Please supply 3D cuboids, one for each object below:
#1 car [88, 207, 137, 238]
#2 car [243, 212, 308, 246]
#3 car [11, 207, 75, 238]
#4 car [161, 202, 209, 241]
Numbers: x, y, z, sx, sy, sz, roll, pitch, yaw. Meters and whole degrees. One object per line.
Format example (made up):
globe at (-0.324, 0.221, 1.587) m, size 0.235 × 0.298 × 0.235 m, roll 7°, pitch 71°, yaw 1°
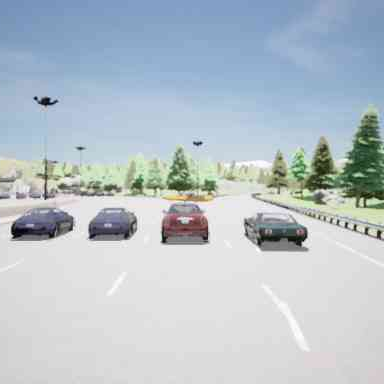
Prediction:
car at (-3.966, 1.477, 17.177) m, size 1.994 × 1.385 × 4.181 m, roll 0°, pitch 0°, yaw -4°
car at (3.508, 1.541, 14.900) m, size 1.895 × 1.301 × 4.718 m, roll 0°, pitch 0°, yaw 0°
car at (-7.463, 1.470, 17.062) m, size 1.994 × 1.385 × 4.181 m, roll 0°, pitch 0°, yaw -4°
car at (-0.399, 1.277, 16.275) m, size 2.097 × 1.767 × 4.553 m, roll 0°, pitch 0°, yaw -3°
